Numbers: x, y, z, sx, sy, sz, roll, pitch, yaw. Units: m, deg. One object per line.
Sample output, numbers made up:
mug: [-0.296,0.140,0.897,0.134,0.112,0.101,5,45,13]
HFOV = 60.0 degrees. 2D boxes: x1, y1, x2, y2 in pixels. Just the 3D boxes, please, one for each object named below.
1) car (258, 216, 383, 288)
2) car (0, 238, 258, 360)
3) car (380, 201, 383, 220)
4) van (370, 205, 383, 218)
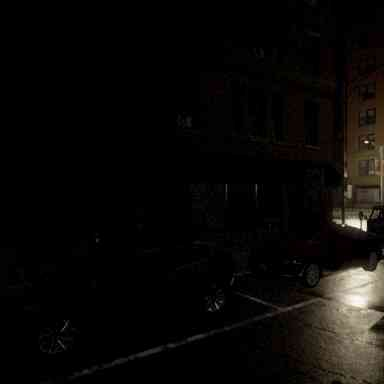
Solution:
car: [3.522,1.544,9.234,4.507,1.381,1.887,0,0,-35]
car: [-1.099,1.566,5.967,4.313,1.339,1.947,0,0,-35]
car: [17.528,1.470,25.646,1.882,1.535,5.008,0,0,-36]
van: [8.145,1.339,12.500,3.998,1.788,1.690,0,0,-35]
